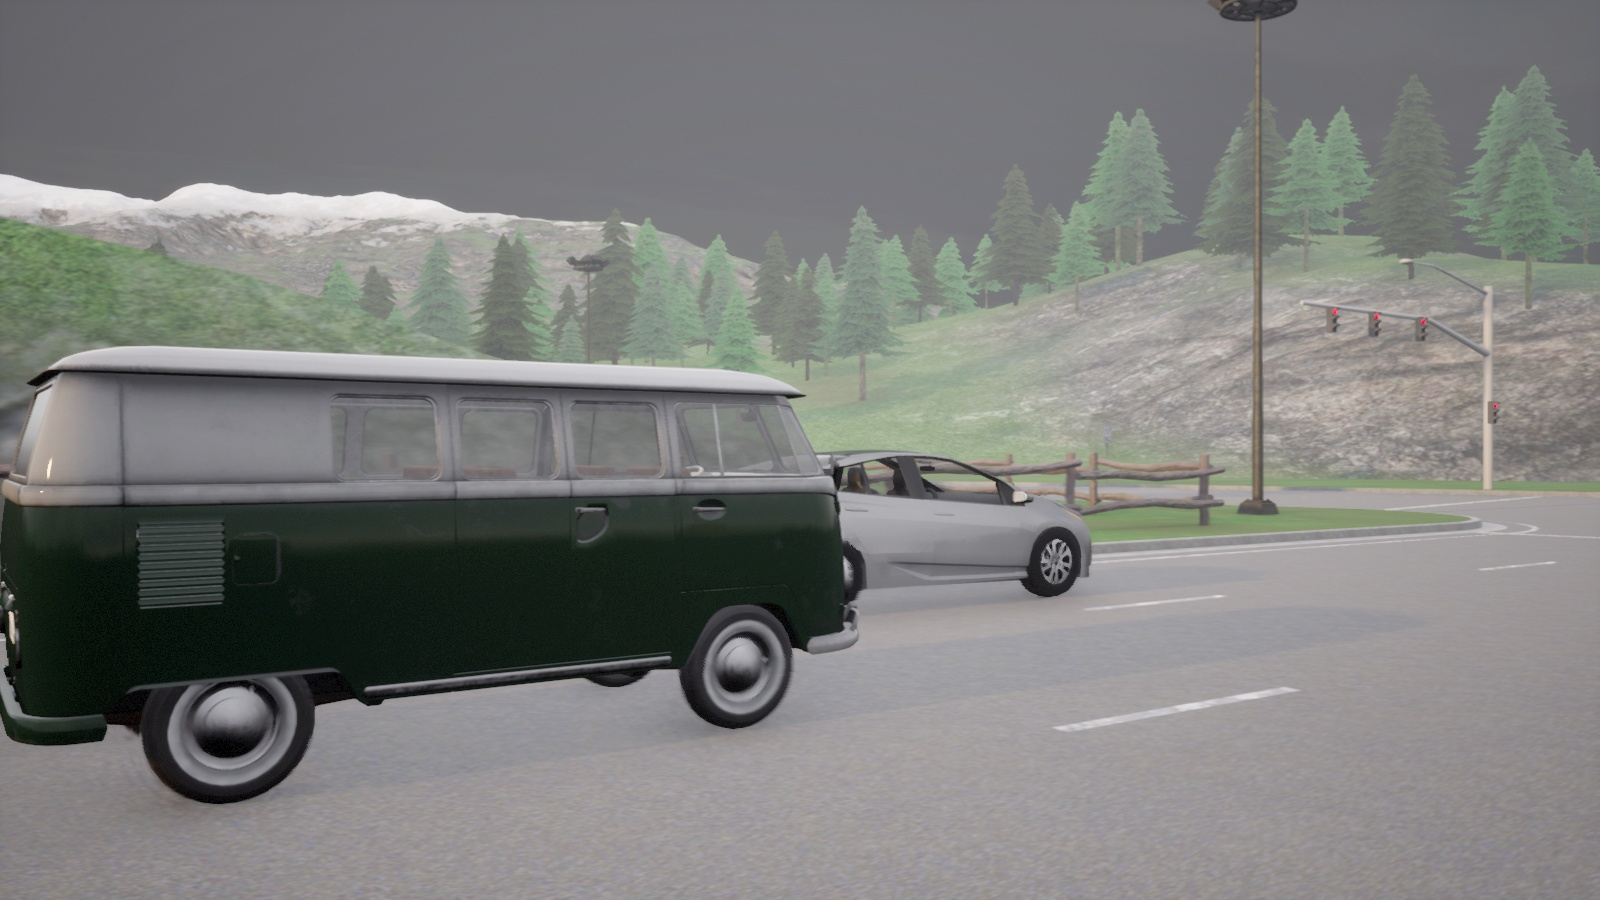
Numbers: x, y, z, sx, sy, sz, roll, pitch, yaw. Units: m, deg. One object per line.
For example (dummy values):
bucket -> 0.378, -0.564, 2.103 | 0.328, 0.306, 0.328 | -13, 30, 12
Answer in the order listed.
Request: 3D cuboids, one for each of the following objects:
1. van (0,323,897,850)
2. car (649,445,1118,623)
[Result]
van -> -1.774, 0.517, 6.689 | 4.442, 1.987, 1.775 | 0, 0, -35
car -> 0.941, 0.718, 12.843 | 4.514, 1.525, 2.007 | 0, 0, -35
